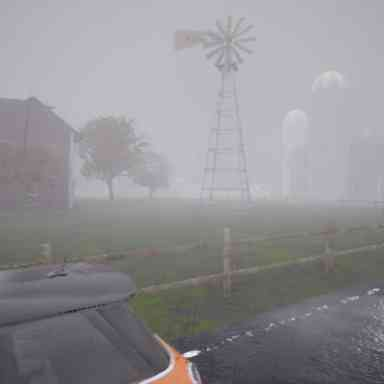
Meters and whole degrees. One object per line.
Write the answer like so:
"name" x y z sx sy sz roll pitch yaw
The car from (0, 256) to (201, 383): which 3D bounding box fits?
"car" -2.081 1.349 1.577 4.553 1.767 2.097 0 0 -35
